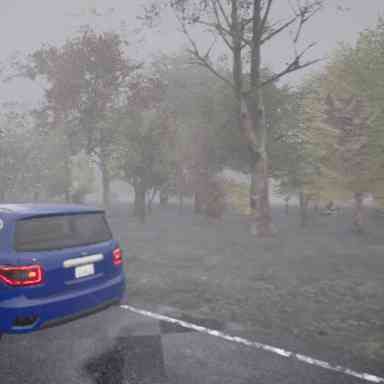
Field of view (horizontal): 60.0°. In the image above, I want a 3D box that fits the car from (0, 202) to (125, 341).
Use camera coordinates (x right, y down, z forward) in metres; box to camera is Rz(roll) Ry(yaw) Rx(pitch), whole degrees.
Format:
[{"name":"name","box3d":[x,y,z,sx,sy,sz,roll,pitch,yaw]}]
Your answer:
[{"name":"car","box3d":[-3.715,1.212,6.350,5.566,2.045,2.150,0,0,36]}]
